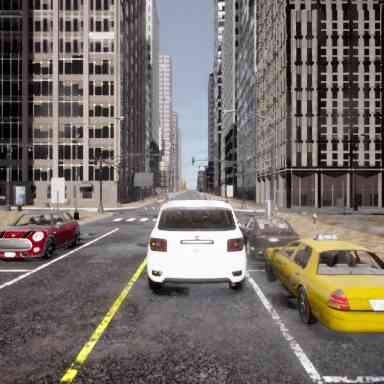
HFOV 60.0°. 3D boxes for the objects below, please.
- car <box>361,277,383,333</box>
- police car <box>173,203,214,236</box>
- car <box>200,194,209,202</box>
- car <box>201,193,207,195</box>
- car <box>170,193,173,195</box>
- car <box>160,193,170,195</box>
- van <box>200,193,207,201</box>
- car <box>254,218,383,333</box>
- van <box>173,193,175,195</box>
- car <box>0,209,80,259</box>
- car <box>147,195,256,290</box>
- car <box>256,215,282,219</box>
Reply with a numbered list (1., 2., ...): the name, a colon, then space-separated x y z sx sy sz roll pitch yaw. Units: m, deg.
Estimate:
1. car: 2.692 1.551 1.065 2.008 1.369 4.403 0 0 0
2. police car: 0.103 1.495 19.362 2.038 1.542 4.974 0 0 1
3. car: 2.718 1.353 73.032 1.967 1.590 4.097 0 0 0
4. car: 2.810 1.380 61.664 1.967 1.590 4.097 0 0 0
5. car: -5.693 1.242 67.353 2.192 1.841 5.009 0 0 0
6. car: -5.762 1.380 61.668 1.967 1.590 4.097 0 0 0
7. van: 2.720 1.239 78.716 1.690 1.788 3.998 0 0 0
8. car: 2.694 1.525 6.905 1.752 1.417 4.829 0 0 0
9. van: -5.658 1.225 84.408 1.690 1.788 3.998 0 0 0
10. car: -5.684 1.437 12.405 1.967 1.590 4.097 0 0 0
11. car: 0.103 1.220 9.187 2.150 2.045 5.566 0 0 0
12. car: 2.696 1.548 12.403 2.008 1.369 4.403 0 0 0
